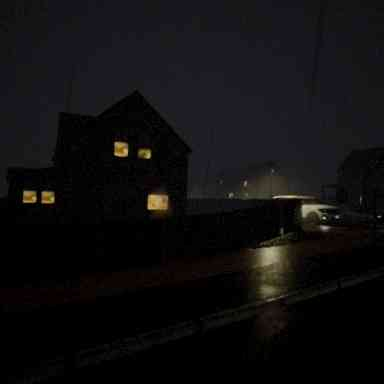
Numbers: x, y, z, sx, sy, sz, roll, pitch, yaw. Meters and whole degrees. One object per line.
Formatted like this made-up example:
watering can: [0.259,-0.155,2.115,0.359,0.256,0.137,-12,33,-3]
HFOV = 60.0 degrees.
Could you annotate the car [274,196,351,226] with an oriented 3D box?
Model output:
car: [7.956,1.286,23.671,2.150,2.045,5.566,2,-2,-29]

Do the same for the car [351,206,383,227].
car: [11.145,1.713,24.200,2.033,1.411,5.357,3,-2,-31]
